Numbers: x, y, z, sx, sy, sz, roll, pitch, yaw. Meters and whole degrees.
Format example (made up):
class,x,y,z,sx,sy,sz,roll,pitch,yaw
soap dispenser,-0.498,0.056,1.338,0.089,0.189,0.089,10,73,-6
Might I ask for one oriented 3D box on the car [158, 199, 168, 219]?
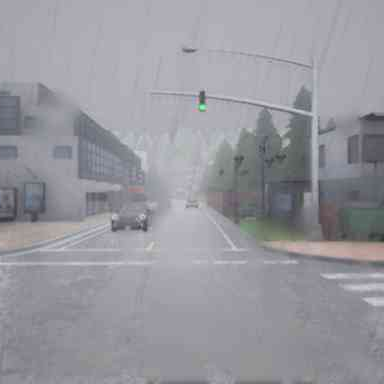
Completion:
class,x,y,z,sx,sy,sz,roll,pitch,yaw
car,-3.592,1.639,31.015,1.812,1.442,4.674,0,0,0

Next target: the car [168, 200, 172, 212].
class,x,y,z,sx,sy,sz,roll,pitch,yaw
car,-3.556,1.643,41.348,2.128,1.511,4.902,0,0,0

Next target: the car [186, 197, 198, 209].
class,x,y,z,sx,sy,sz,roll,pitch,yaw
car,0.006,1.789,50.226,1.895,1.301,4.718,0,0,0

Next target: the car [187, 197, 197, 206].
class,x,y,z,sx,sy,sz,roll,pitch,yaw
car,0.004,1.703,60.263,1.882,1.535,5.008,0,0,0

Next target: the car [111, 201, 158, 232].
class,x,y,z,sx,sy,sz,roll,pitch,yaw
car,-3.596,1.428,20.780,2.097,1.767,4.553,0,0,0
